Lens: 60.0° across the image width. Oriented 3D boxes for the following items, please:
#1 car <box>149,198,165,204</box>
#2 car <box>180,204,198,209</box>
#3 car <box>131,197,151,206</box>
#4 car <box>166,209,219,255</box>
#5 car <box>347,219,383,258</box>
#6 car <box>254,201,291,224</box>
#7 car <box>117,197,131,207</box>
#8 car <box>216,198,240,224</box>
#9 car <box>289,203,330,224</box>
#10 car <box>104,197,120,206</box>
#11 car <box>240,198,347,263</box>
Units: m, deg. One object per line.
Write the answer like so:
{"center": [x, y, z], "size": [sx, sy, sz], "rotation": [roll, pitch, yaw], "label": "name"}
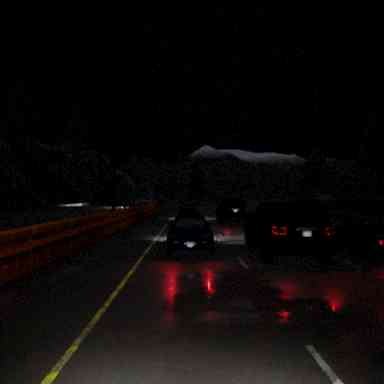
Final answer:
{"center": [-6.564, 2.295, 67.605], "size": [1.994, 1.385, 4.181], "rotation": [0, -1, 12], "label": "car"}
{"center": [-0.240, 1.821, 28.556], "size": [1.837, 1.490, 4.892], "rotation": [0, 0, 0], "label": "car"}
{"center": [-9.942, 1.976, 68.550], "size": [2.150, 2.045, 5.566], "rotation": [0, -1, 12], "label": "car"}
{"center": [-0.070, 1.679, 13.952], "size": [1.812, 1.442, 4.674], "rotation": [0, 0, 0], "label": "car"}
{"center": [6.931, 1.748, 13.389], "size": [1.895, 1.301, 4.718], "rotation": [0, -1, 0], "label": "car"}
{"center": [6.761, 1.664, 28.561], "size": [2.097, 1.767, 4.553], "rotation": [0, -1, 0], "label": "car"}
{"center": [-13.277, 2.357, 69.628], "size": [1.895, 1.301, 4.718], "rotation": [0, -1, 12], "label": "car"}
{"center": [3.253, 1.528, 27.653], "size": [2.150, 2.045, 5.566], "rotation": [0, 0, 0], "label": "car"}
{"center": [10.268, 1.800, 29.425], "size": [1.882, 1.535, 5.008], "rotation": [0, 0, 0], "label": "car"}
{"center": [-16.622, 2.000, 70.719], "size": [2.150, 2.045, 5.566], "rotation": [0, -1, 12], "label": "car"}
{"center": [3.432, 1.364, 12.656], "size": [2.150, 2.045, 5.566], "rotation": [0, 0, 0], "label": "car"}
